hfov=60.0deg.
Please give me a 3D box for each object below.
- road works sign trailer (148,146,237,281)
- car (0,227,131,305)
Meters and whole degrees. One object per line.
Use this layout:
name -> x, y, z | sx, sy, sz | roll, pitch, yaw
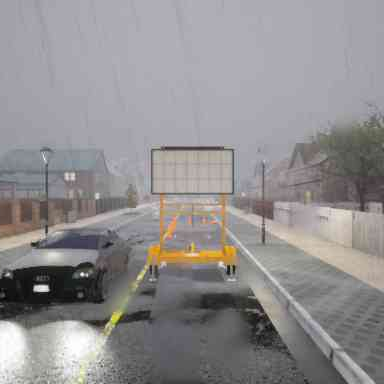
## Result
road works sign trailer -> 0.016, 0.471, 9.818 | 2.380, 3.560, 2.880 | 0, 0, 0
car -> -2.746, 1.569, 8.048 | 1.994, 1.385, 4.181 | 0, 0, 0
